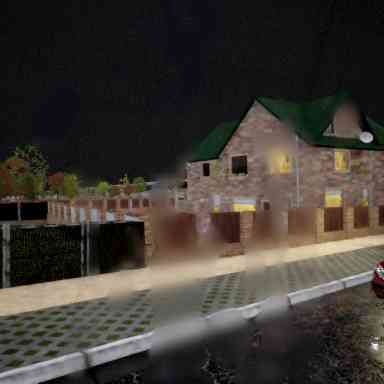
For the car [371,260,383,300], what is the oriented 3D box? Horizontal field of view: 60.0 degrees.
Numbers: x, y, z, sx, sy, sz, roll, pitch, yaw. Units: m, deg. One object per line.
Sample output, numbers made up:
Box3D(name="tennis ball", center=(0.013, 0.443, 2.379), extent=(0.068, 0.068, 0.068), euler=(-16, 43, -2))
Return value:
Box3D(name="car", center=(5.763, 1.520, 7.176), extent=(4.674, 1.442, 1.812), euler=(0, 0, -35))
